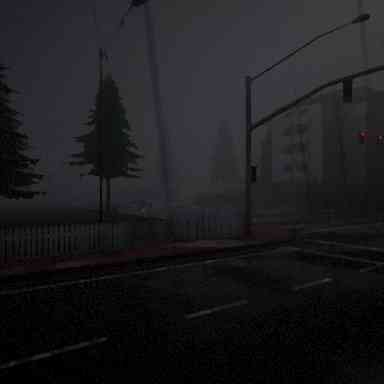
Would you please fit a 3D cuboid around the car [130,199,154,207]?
[{"bbox_3d":[-7.432,1.662,49.012,1.895,1.301,4.718,0,0,-34],"label":"car"}]
